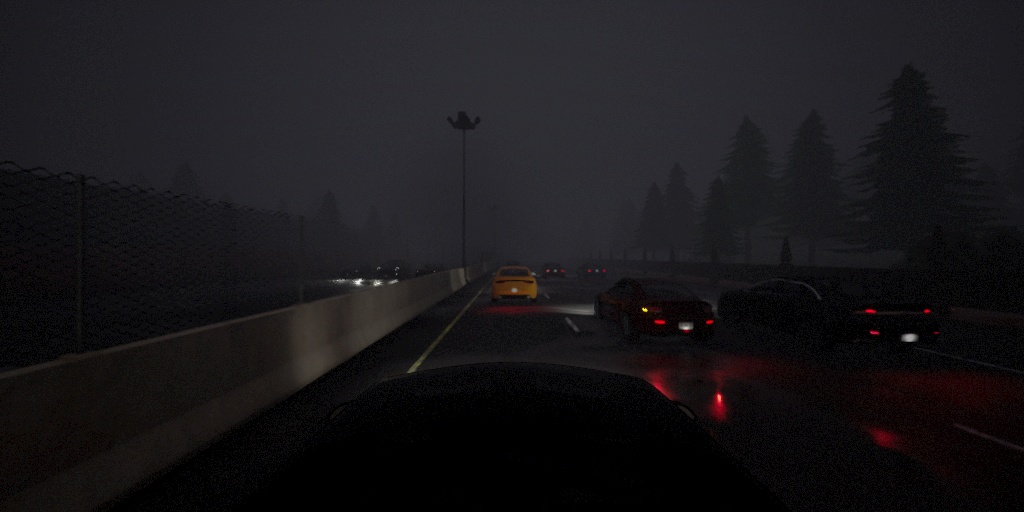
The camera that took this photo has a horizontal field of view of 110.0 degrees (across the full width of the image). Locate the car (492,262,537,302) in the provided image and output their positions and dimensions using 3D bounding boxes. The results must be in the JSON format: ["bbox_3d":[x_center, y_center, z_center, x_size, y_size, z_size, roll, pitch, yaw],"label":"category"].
[{"bbox_3d":[0.096,1.222,16.951,1.882,1.535,5.008,0,0,0],"label":"car"}]

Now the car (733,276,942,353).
[{"bbox_3d":[7.099,1.240,8.825,2.128,1.511,4.902,0,0,0],"label":"car"}]

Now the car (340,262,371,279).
[{"bbox_3d":[-14.098,1.263,33.101,1.812,1.442,4.674,0,0,0],"label":"car"}]

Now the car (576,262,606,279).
[{"bbox_3d":[7.093,1.286,32.403,2.033,1.411,5.357,0,0,0],"label":"car"}]

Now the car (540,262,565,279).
[{"bbox_3d":[3.592,1.286,32.294,2.033,1.411,5.357,0,0,0],"label":"car"}]

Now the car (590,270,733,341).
[{"bbox_3d":[3.597,1.273,9.709,1.812,1.442,4.674,0,0,0],"label":"car"}]

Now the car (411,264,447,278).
[{"bbox_3d":[-7.103,1.339,31.719,1.895,1.301,4.718,0,0,0],"label":"car"}]

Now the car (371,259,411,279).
[{"bbox_3d":[-10.599,1.090,32.468,2.097,1.767,4.553,0,0,0],"label":"car"}]
